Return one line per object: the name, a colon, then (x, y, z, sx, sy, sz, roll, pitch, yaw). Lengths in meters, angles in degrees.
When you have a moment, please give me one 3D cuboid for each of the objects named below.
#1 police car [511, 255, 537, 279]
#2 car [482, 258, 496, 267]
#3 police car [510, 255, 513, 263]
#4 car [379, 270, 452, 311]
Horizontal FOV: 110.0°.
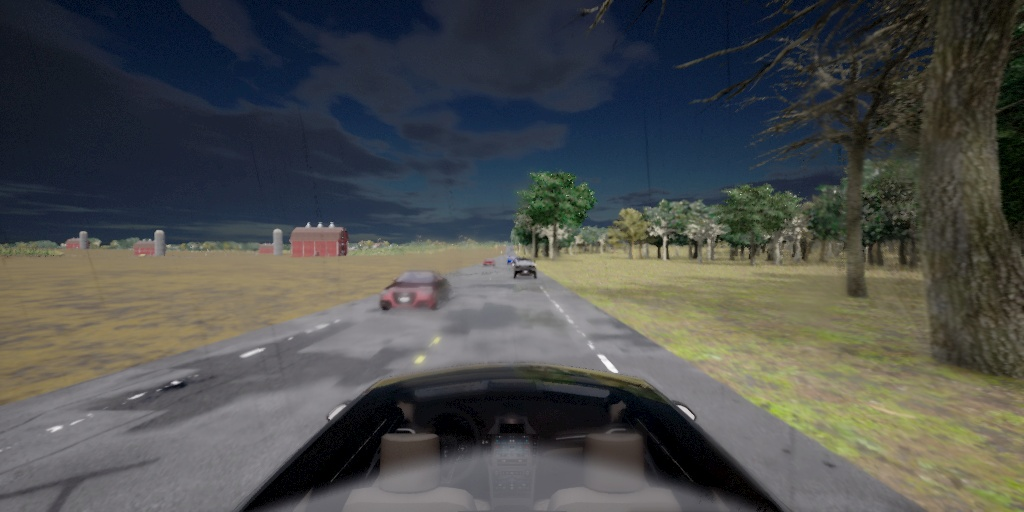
police car: (1.063, 1.009, 30.542, 1.930, 1.638, 5.238, 0, 0, 0)
car: (-3.511, 1.013, 55.565, 1.895, 1.301, 4.718, 0, 0, 1)
police car: (1.067, 0.944, 40.544, 1.930, 1.638, 5.238, 0, 0, 0)
car: (-3.583, 1.249, 13.974, 1.994, 1.385, 4.181, 0, 0, 0)
